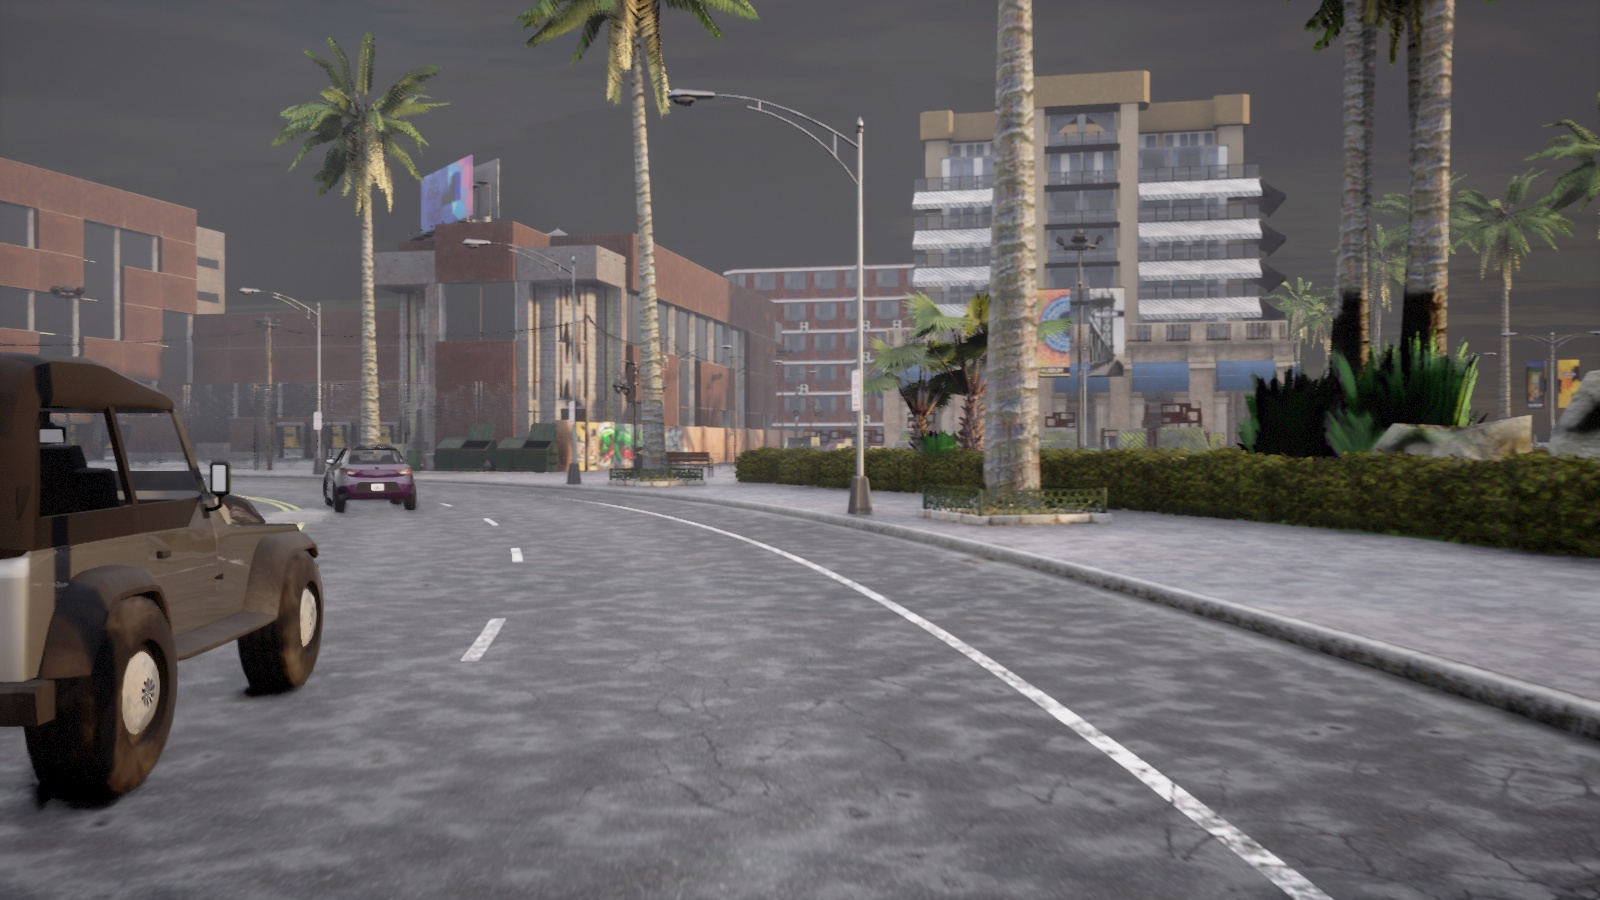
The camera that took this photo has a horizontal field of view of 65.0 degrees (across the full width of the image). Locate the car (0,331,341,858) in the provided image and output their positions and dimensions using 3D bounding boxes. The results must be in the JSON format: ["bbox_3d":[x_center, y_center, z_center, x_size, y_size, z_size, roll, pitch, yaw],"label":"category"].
[{"bbox_3d":[-3.837,0.506,6.330,1.905,1.878,3.866,0,0,-5],"label":"car"}]

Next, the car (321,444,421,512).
[{"bbox_3d":[-10.114,0.592,29.415,1.816,1.474,4.193,0,0,-24],"label":"car"}]
